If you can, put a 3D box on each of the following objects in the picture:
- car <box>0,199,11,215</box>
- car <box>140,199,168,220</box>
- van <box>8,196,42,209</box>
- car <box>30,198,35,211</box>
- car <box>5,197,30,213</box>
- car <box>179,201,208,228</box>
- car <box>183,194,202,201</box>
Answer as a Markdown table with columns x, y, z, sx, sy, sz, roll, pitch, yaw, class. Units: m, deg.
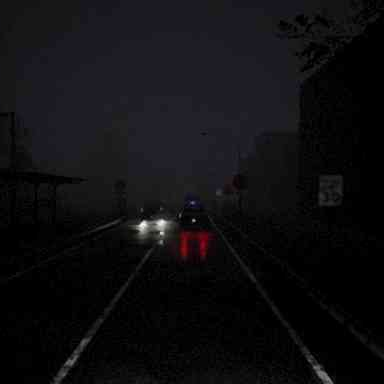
| x | y | z | sx | sy | sz | roll | pitch | yaw | class |
| --- | --- | --- | --- | --- | --- | --- | --- | --- | --- |
| -22.156 | 1.728 | 35.284 | 4.792 | 1.488 | 2.163 | 0 | 0 | 0 | car |
| -3.357 | 1.461 | 29.768 | 2.097 | 1.767 | 4.553 | 0 | 0 | 0 | car |
| -22.025 | 1.527 | 43.611 | 4.442 | 1.987 | 1.878 | 0 | 0 | 0 | van |
| -22.167 | 1.764 | 40.835 | 4.792 | 1.488 | 2.163 | 0 | 0 | 0 | car |
| -21.946 | 1.714 | 38.059 | 5.366 | 1.575 | 1.946 | 0 | 0 | 0 | car |
| 0.096 | 1.603 | 23.330 | 2.128 | 1.511 | 4.902 | 0 | 0 | 0 | car |
| 0.083 | 1.190 | 40.405 | 2.150 | 2.045 | 5.566 | 0 | 4 | 0 | car |
